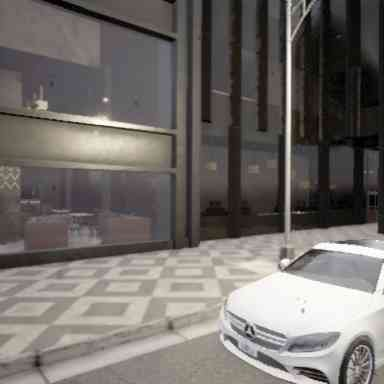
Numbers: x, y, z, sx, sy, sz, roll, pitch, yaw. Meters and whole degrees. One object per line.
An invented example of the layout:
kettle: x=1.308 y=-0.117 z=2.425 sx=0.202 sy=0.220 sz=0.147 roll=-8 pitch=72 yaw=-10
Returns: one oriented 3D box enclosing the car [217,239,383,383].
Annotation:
car: x=2.535 y=1.533 z=5.186 sx=4.674 sy=1.442 sz=1.812 roll=0 pitch=0 yaw=-35
